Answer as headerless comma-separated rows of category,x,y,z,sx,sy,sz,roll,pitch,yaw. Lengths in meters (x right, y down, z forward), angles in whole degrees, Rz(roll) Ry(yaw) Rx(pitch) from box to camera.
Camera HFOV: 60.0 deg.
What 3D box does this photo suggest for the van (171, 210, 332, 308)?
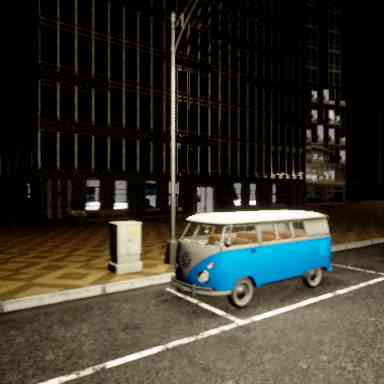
van,1.486,1.339,7.617,3.998,1.788,1.690,0,0,-35
